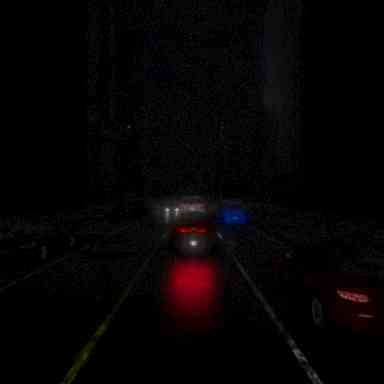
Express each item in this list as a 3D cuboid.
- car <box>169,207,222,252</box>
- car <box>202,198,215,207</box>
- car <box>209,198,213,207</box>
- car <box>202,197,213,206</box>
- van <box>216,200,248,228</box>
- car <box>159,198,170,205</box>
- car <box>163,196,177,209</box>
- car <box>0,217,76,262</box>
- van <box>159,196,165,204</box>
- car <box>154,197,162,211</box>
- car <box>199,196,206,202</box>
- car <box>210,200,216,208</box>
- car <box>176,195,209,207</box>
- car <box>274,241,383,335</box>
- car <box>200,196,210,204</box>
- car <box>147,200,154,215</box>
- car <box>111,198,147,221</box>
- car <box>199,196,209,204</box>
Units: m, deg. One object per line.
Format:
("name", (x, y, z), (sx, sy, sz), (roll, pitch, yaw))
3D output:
("car", (0.067, 1.603, 14.365), (1.837, 1.490, 4.892), (0, -1, 0))
("car", (2.859, 1.769, 57.366), (1.967, 1.590, 4.097), (0, 0, 0))
("car", (2.867, 1.768, 40.649), (1.752, 1.417, 4.829), (0, 0, 1))
("car", (2.860, 1.803, 63.004), (1.967, 1.590, 4.097), (0, 0, 0))
("van", (2.859, 1.496, 23.526), (1.690, 1.788, 3.998), (0, 0, 0))
("car", (-5.666, 1.965, 68.657), (1.947, 1.339, 4.313), (0, 0, 0))
("car", (-3.079, 1.828, 52.527), (1.812, 1.442, 4.674), (0, 0, 0))
("car", (-5.668, 1.636, 12.268), (2.008, 1.369, 4.403), (0, 0, 0))
("van", (-5.665, 1.704, 63.020), (1.690, 1.788, 3.998), (0, 0, 0))
("car", (-5.667, 1.795, 45.895), (1.752, 1.417, 4.829), (0, 0, 1))
("car", (2.859, 2.001, 91.201), (1.967, 1.590, 4.097), (0, 0, 0))
("car", (2.860, 1.712, 29.336), (1.752, 1.417, 4.829), (0, 0, 0))
("car", (0.066, 1.408, 28.973), (2.150, 2.045, 5.566), (0, 0, 1))
("car", (2.858, 1.629, 6.605), (1.802, 1.307, 4.206), (0, 0, 0))
("car", (2.859, 1.753, 74.284), (2.192, 1.841, 5.009), (0, 0, 0))
("car", (-5.666, 1.531, 34.828), (2.192, 1.841, 5.009), (0, 0, 0))
("car", (-5.666, 1.501, 29.188), (2.192, 1.841, 5.009), (0, 0, 0))
("car", (2.859, 1.793, 79.923), (2.192, 1.841, 5.009), (0, 0, 0))
